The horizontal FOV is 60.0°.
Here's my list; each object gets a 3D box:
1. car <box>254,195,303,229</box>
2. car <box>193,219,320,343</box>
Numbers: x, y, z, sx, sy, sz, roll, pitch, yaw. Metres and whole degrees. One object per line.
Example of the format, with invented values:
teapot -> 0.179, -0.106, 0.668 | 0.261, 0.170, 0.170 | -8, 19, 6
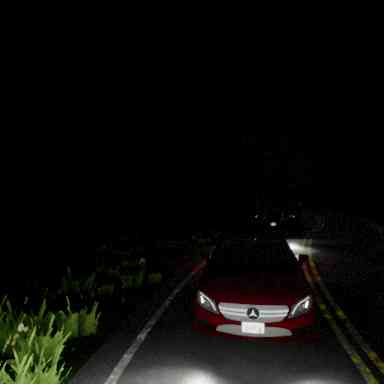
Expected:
car -> 5.006, 1.211, 18.856 | 2.150, 2.045, 5.566 | -2, -1, 22
car -> 1.232, 1.533, 6.686 | 1.812, 1.442, 4.674 | -1, 0, 11
